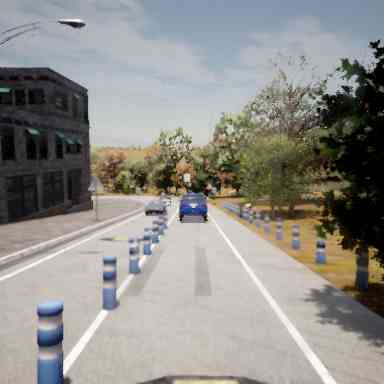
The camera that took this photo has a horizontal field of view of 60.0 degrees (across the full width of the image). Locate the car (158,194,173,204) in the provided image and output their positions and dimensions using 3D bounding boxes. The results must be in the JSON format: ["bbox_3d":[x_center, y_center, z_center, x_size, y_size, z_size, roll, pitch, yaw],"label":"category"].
[{"bbox_3d":[-3.880,0.972,47.721,1.895,1.301,4.718,-1,2,-7],"label":"car"}]

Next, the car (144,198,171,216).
[{"bbox_3d":[-3.363,1.483,32.016,2.033,1.411,5.357,0,0,0],"label":"car"}]

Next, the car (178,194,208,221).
[{"bbox_3d":[0.089,1.166,27.012,2.150,2.045,5.566,0,0,0],"label":"car"}]

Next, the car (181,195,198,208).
[{"bbox_3d":[-0.406,1.276,45.025,1.837,1.490,4.892,0,2,-5],"label":"car"}]
